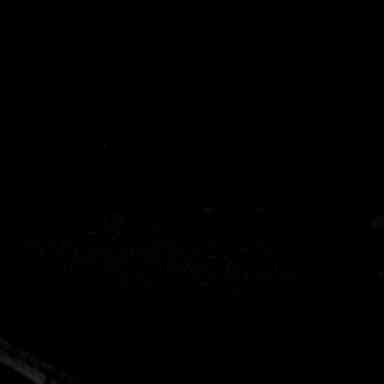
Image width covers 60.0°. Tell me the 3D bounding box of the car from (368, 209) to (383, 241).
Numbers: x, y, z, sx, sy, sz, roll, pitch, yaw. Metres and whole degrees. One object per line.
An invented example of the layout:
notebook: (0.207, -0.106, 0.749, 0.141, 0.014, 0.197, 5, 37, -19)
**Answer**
car: (9.571, 1.496, 15.711, 2.002, 1.452, 4.674, 0, 0, 36)

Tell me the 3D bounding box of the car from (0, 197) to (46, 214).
car: (-18.104, 1.378, 35.520, 2.185, 1.767, 4.553, 0, 0, 35)

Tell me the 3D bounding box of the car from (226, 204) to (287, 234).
car: (4.343, 1.466, 19.441, 2.231, 1.521, 4.892, 0, 0, 36)

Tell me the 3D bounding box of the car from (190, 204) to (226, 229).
car: (1.679, 1.510, 21.347, 2.002, 1.452, 4.674, 0, 0, 36)

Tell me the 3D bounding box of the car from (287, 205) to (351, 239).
car: (7.013, 1.460, 17.547, 2.097, 1.535, 5.008, 0, 0, 36)
